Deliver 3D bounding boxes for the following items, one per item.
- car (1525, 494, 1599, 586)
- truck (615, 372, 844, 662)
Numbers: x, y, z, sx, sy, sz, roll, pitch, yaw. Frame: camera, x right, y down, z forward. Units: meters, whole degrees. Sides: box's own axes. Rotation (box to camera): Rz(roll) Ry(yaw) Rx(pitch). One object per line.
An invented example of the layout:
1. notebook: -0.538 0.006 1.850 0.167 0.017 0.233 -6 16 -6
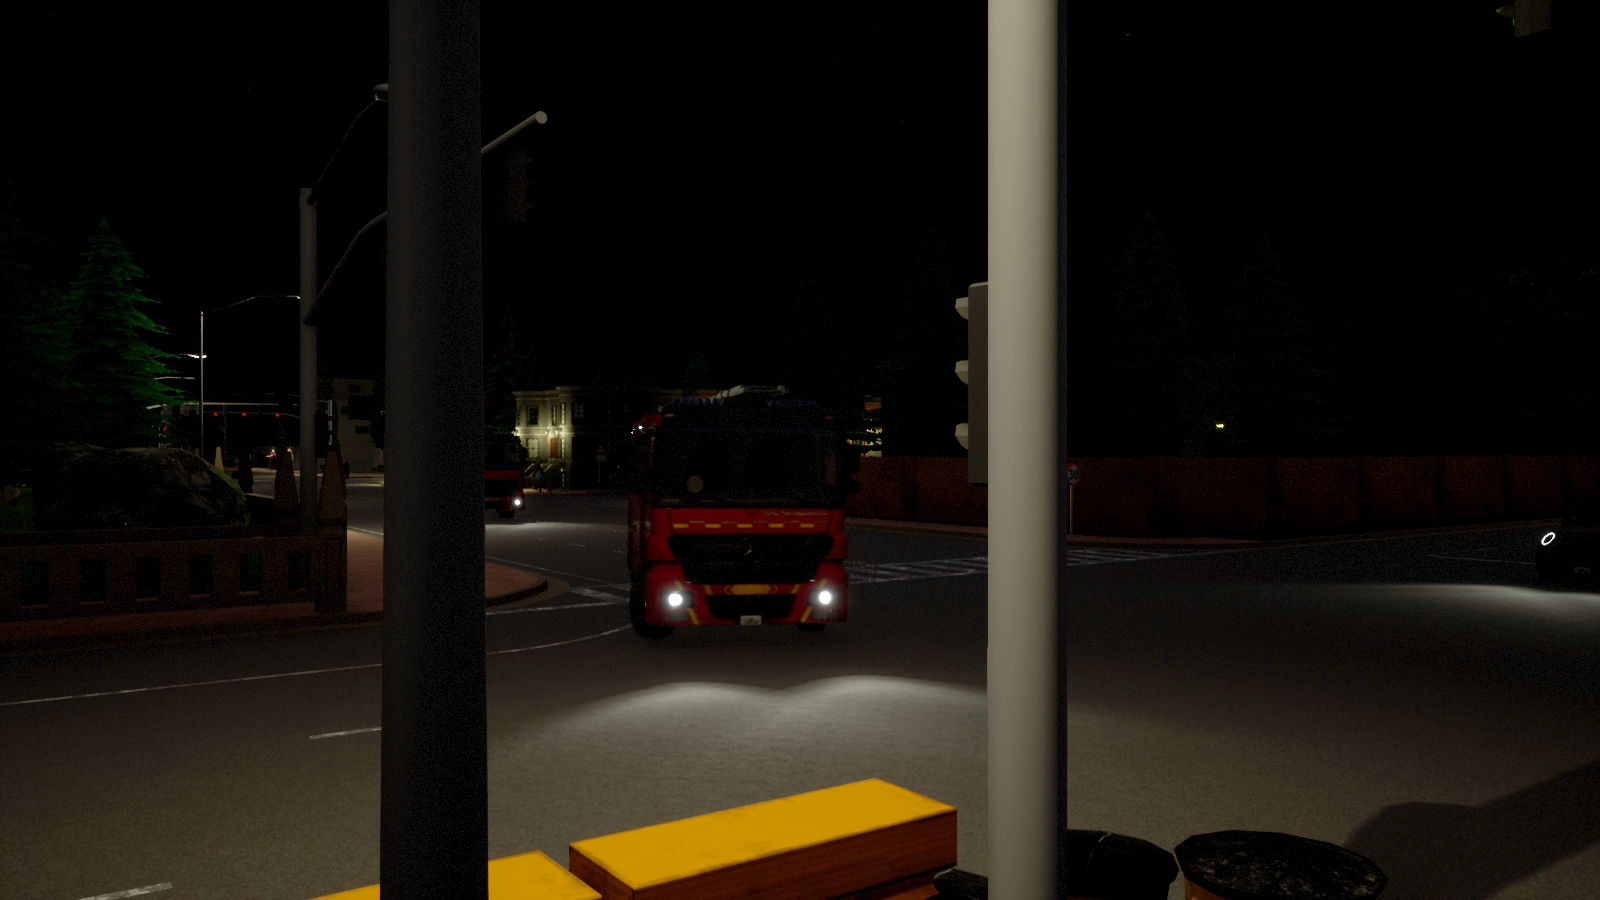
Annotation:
1. car: 18.010 1.906 24.946 4.553 1.767 2.097 0 0 -35
2. truck: -1.593 0.890 19.504 2.891 3.827 8.468 1 0 -10
